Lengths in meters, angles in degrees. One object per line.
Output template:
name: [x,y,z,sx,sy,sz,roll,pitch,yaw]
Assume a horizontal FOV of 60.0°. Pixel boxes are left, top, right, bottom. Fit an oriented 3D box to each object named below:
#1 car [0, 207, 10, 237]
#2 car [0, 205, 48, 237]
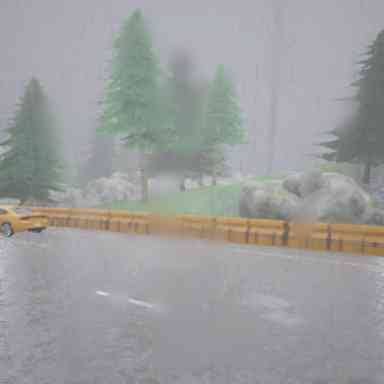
car: [-10.596,1.478,14.342,4.902,1.511,2.128,1,0,25]
car: [-10.099,1.468,17.960,5.008,1.535,1.882,1,0,25]
